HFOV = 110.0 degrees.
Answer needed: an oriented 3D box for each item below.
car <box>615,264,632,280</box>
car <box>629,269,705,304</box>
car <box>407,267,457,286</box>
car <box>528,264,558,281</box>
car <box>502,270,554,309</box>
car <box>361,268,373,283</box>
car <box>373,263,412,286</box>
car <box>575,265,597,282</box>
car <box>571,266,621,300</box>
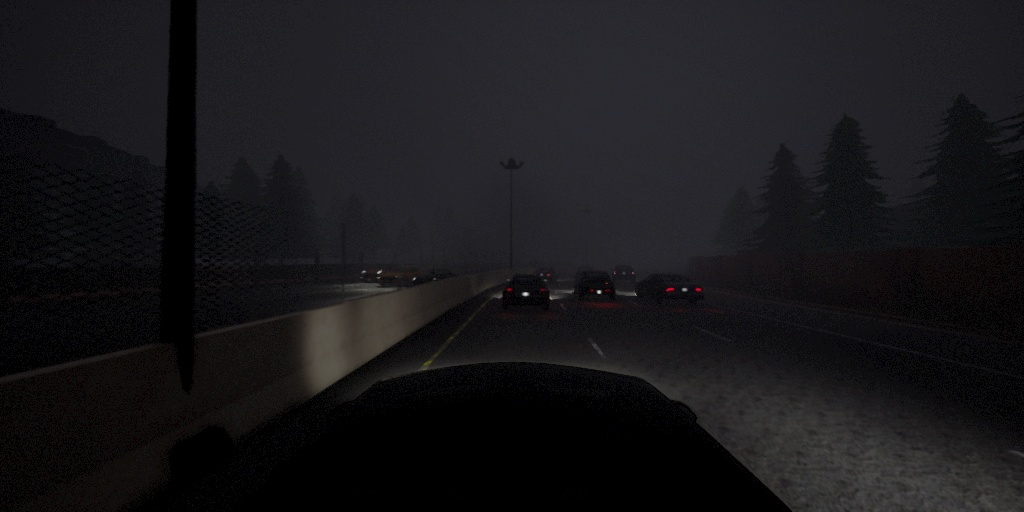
[{"bbox_3d":[10.571,1.613,34.254,2.097,1.767,4.553,0,-1,14],"label":"car"},{"bbox_3d":[7.803,1.573,18.269,2.033,1.411,5.357,0,-1,5],"label":"car"},{"bbox_3d":[-5.602,1.650,26.329,1.895,1.301,4.718,0,-1,8],"label":"car"},{"bbox_3d":[3.217,1.758,33.996,2.033,1.411,5.357,0,-1,14],"label":"car"},{"bbox_3d":[0.660,1.516,16.251,1.994,1.385,4.181,0,-1,3],"label":"car"},{"bbox_3d":[-11.567,1.445,32.362,2.097,1.767,4.553,0,-1,12],"label":"car"},{"bbox_3d":[-8.713,1.539,28.640,1.882,1.535,5.008,0,-1,9],"label":"car"},{"bbox_3d":[7.768,1.761,37.242,1.882,1.535,5.008,0,0,16],"label":"car"},{"bbox_3d":[4.486,1.533,19.973,1.837,1.490,4.892,0,-1,5],"label":"car"}]
